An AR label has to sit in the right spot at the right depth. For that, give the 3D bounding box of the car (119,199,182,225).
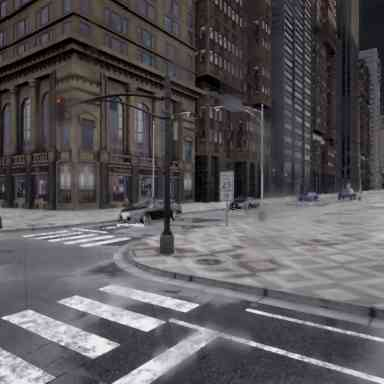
[{"bbox_3d":[-2.620,1.233,21.991,2.128,1.511,4.902,0,1,36],"label":"car"}]

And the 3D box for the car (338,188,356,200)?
[{"bbox_3d":[27.002,0.359,57.879,2.150,2.045,5.566,0,1,36],"label":"car"}]

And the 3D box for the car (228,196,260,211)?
[{"bbox_3d":[5.121,1.128,32.803,1.994,1.385,4.181,0,1,36],"label":"car"}]

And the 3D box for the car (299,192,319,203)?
[{"bbox_3d":[17.606,0.760,50.088,1.882,1.535,5.008,0,1,36],"label":"car"}]
